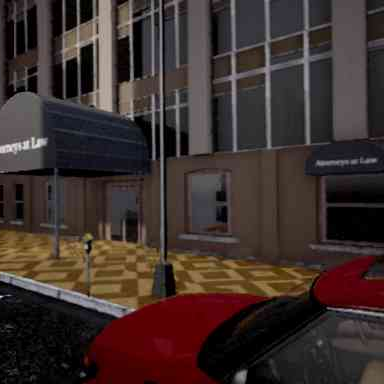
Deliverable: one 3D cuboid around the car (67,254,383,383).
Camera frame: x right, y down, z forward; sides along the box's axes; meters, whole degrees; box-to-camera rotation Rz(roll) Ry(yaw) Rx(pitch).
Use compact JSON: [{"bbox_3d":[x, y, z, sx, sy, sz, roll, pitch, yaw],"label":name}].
[{"bbox_3d":[1.421,1.314,1.872,5.009,1.841,2.192,0,-1,36],"label":"car"}]
